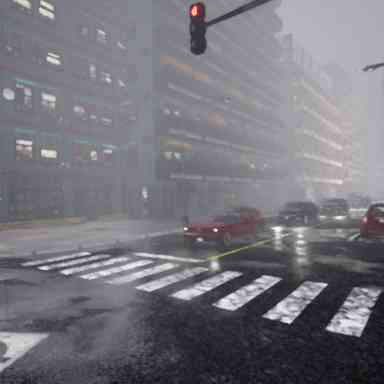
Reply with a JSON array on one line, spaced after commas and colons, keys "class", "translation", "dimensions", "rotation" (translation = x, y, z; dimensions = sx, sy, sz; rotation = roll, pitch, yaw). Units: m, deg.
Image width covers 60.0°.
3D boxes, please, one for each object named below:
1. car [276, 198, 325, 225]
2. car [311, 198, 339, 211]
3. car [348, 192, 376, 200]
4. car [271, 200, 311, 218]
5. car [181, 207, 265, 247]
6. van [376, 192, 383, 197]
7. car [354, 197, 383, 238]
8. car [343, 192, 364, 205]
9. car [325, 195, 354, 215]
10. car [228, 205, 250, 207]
[{"class": "car", "translation": [7.470, 1.390, 23.204], "dimensions": [1.837, 1.490, 4.892], "rotation": [-2, -1, 36]}, {"class": "car", "translation": [15.556, 1.385, 38.713], "dimensions": [1.947, 1.339, 4.313], "rotation": [-1, 0, 36]}, {"class": "car", "translation": [21.622, 1.189, 42.525], "dimensions": [2.128, 1.511, 4.902], "rotation": [-2, -1, 36]}, {"class": "car", "translation": [8.892, 1.458, 29.550], "dimensions": [2.008, 1.369, 4.403], "rotation": [-1, 0, 36]}, {"class": "car", "translation": [1.560, 1.566, 15.050], "dimensions": [1.895, 1.301, 4.718], "rotation": [-2, -1, 35]}, {"class": "van", "translation": [42.202, 0.825, 75.364], "dimensions": [1.690, 1.788, 3.998], "rotation": [-1, 0, 36]}, {"class": "car", "translation": [9.094, 1.210, 15.398], "dimensions": [1.967, 1.590, 4.097], "rotation": [-1, 0, 36]}, {"class": "car", "translation": [25.545, 1.004, 52.458], "dimensions": [2.192, 1.841, 5.009], "rotation": [-1, 0, 36]}, {"class": "car", "translation": [13.582, 1.308, 31.595], "dimensions": [1.837, 1.490, 4.892], "rotation": [-2, -1, 36]}, {"class": "car", "translation": [2.877, 1.534, 21.433], "dimensions": [1.887, 1.381, 4.507], "rotation": [-1, 0, 36]}]
